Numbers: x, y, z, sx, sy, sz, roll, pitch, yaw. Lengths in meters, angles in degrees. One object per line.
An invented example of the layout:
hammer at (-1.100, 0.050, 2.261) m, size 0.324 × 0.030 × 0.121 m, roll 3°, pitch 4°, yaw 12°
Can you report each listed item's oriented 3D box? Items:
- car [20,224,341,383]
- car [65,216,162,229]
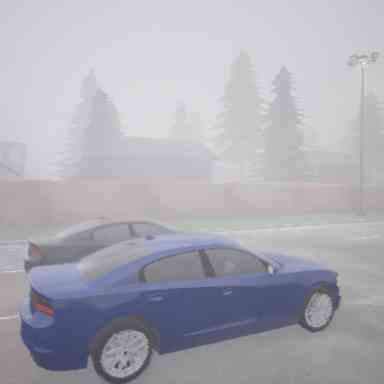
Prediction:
car at (0.117, 1.406, 5.246) m, size 5.008 × 1.535 × 1.882 m, roll 0°, pitch 1°, yaw -26°
car at (-1.440, 1.360, 8.380) m, size 5.008 × 1.535 × 1.882 m, roll 0°, pitch 1°, yaw -26°
